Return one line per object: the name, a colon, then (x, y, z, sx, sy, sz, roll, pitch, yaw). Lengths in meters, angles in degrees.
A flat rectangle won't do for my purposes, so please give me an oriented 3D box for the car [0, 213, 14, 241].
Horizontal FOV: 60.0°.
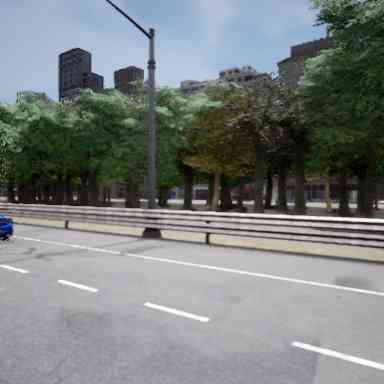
car: (-10.287, 1.490, 15.521, 5.008, 1.535, 1.882, 0, 0, 36)
